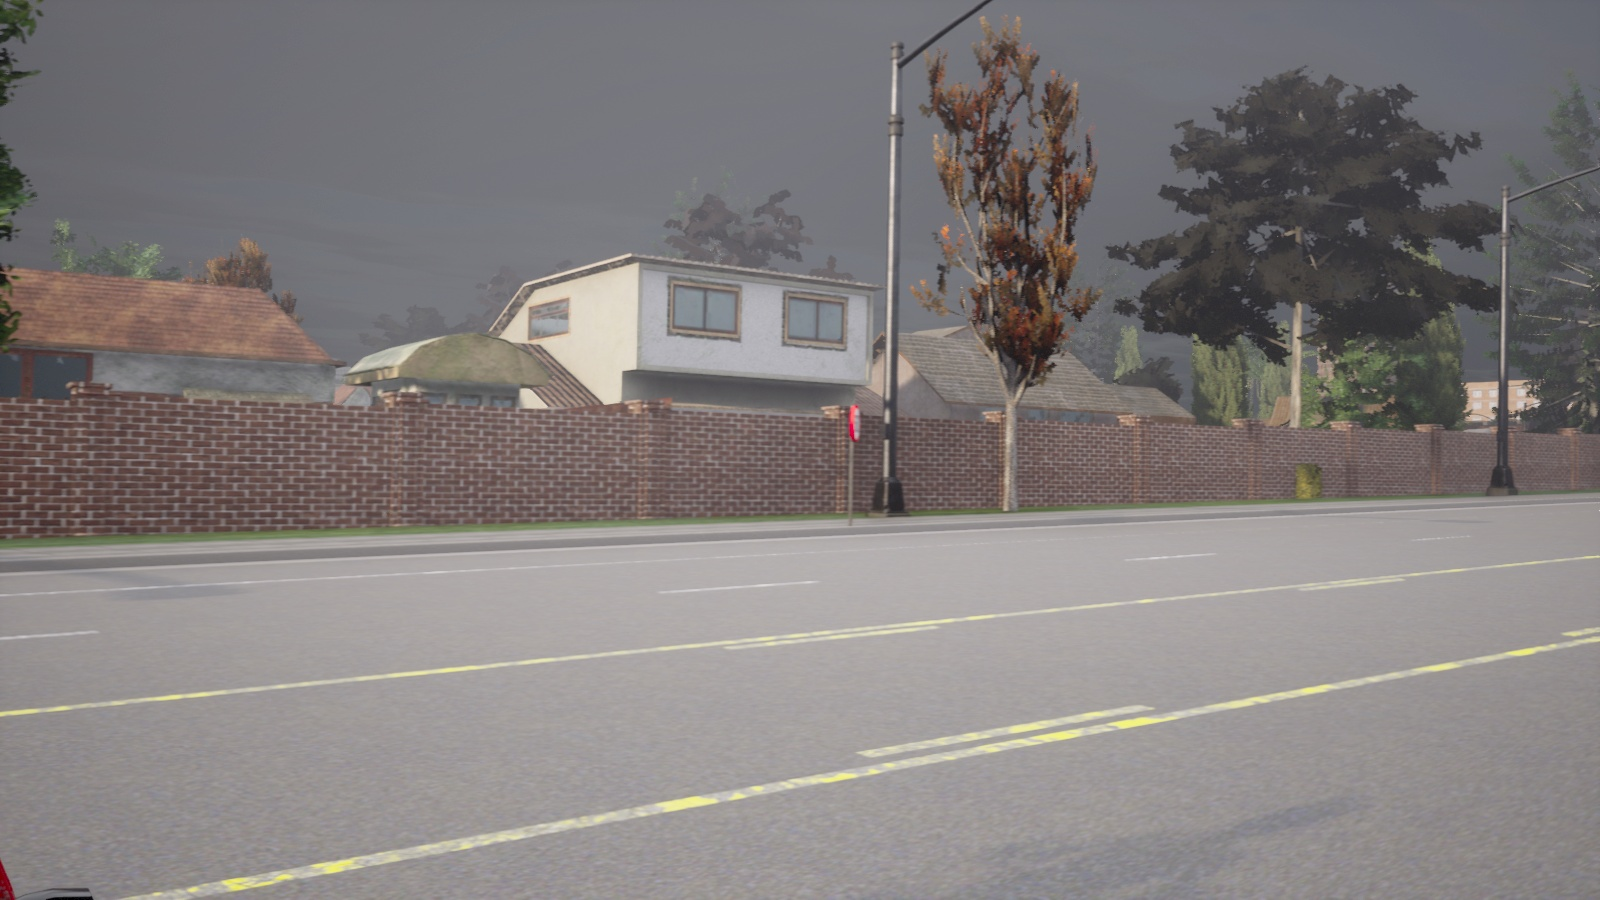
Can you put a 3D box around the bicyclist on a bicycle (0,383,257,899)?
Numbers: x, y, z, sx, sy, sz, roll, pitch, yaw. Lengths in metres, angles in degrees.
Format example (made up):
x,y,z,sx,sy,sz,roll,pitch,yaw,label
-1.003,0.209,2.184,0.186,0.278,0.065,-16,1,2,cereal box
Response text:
x,y,z,sx,sy,sz,roll,pitch,yaw,label
-1.908,0.691,2.327,1.509,1.612,0.866,0,0,-35,bicyclist on a bicycle
